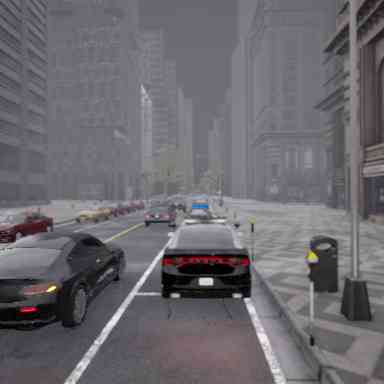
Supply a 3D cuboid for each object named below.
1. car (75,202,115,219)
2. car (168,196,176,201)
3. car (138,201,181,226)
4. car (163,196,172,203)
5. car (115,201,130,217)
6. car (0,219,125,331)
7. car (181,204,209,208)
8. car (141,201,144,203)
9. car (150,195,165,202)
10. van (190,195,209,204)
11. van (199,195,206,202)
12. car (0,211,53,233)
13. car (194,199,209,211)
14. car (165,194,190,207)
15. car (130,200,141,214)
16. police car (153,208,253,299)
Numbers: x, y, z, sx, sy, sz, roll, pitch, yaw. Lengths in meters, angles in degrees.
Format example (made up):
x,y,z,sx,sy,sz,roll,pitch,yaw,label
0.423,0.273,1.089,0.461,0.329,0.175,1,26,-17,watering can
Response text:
x,y,z,sx,sy,sz,roll,pitch,yaw,label
-7.919,1.650,26.838,1.752,1.417,4.829,0,0,2,car
-5.595,1.857,92.216,1.887,1.381,4.507,0,0,2,car
-2.150,1.625,23.829,2.033,1.411,5.357,0,0,2,car
-5.981,1.802,81.472,1.752,1.417,4.829,0,0,2,car
-7.719,1.683,32.530,1.887,1.381,4.507,0,0,2,car
-2.747,1.562,6.947,1.812,1.442,4.674,0,0,2,car
0.433,1.635,21.167,1.802,1.307,4.206,0,0,2,car
-7.331,1.710,43.573,1.887,1.381,4.507,0,0,2,car
-4.463,1.382,46.520,2.150,2.045,5.566,0,-1,2,car
0.825,1.421,32.211,1.690,1.788,3.998,0,0,2,van
2.741,1.578,86.737,1.690,1.788,3.998,0,0,2,van
-8.301,1.643,15.963,1.887,1.381,4.507,0,0,2,car
1.218,1.652,43.253,1.887,1.381,4.507,0,0,2,car
-1.682,1.470,39.885,2.097,1.767,4.553,0,0,2,car
-7.525,1.696,38.051,1.887,1.381,4.507,0,0,2,car
0.350,1.446,8.686,1.930,1.638,5.238,0,0,2,police car
